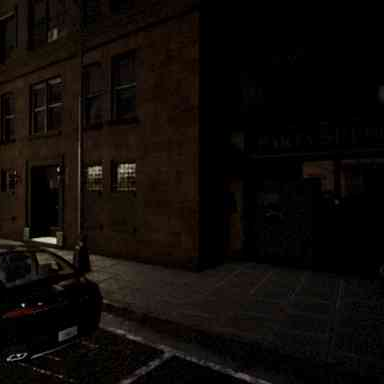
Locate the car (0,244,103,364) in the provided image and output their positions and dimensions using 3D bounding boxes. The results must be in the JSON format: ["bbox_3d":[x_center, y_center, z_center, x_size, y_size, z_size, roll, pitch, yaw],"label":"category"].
[{"bbox_3d":[-3.335,1.547,5.471,4.403,1.369,2.008,0,0,36],"label":"car"}]
